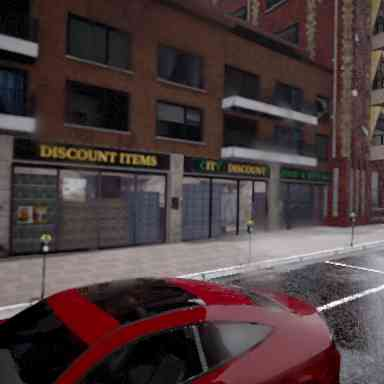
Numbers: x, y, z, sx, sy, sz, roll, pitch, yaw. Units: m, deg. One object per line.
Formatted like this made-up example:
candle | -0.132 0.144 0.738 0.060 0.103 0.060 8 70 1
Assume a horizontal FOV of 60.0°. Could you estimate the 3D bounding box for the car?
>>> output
car | -0.693 1.525 2.574 4.674 1.442 1.812 0 0 -35
